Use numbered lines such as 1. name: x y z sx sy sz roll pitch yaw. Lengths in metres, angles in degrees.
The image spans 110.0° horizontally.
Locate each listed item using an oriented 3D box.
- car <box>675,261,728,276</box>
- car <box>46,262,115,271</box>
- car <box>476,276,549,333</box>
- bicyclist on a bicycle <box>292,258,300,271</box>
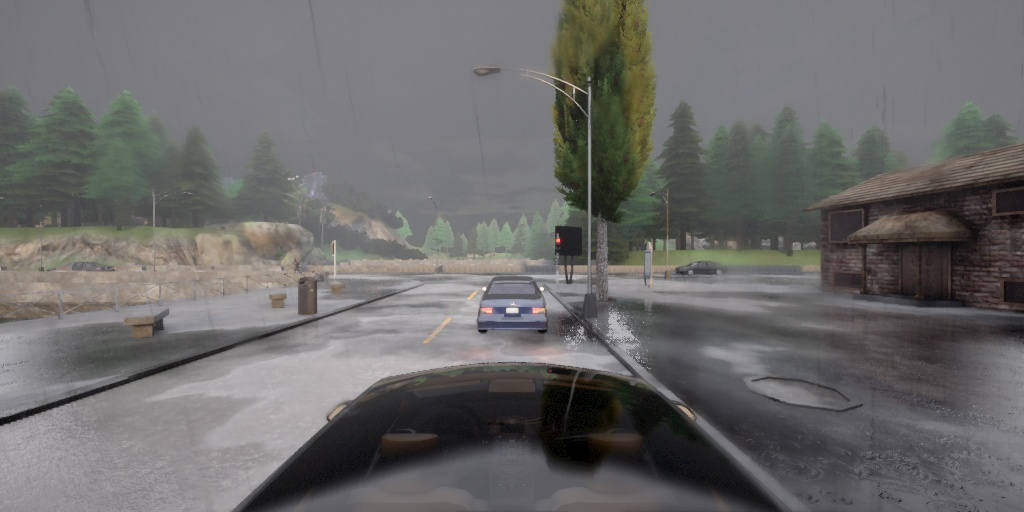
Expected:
1. car: 19.202 1.254 36.463 4.892 1.490 1.837 0 0 0
2. car: -43.713 1.297 36.388 5.357 1.411 2.033 0 0 0
3. car: 0.027 1.297 10.743 2.033 1.411 5.357 0 0 0
4. bicyclist on a bicycle: -24.512 1.099 40.678 0.582 1.620 1.656 0 0 0
